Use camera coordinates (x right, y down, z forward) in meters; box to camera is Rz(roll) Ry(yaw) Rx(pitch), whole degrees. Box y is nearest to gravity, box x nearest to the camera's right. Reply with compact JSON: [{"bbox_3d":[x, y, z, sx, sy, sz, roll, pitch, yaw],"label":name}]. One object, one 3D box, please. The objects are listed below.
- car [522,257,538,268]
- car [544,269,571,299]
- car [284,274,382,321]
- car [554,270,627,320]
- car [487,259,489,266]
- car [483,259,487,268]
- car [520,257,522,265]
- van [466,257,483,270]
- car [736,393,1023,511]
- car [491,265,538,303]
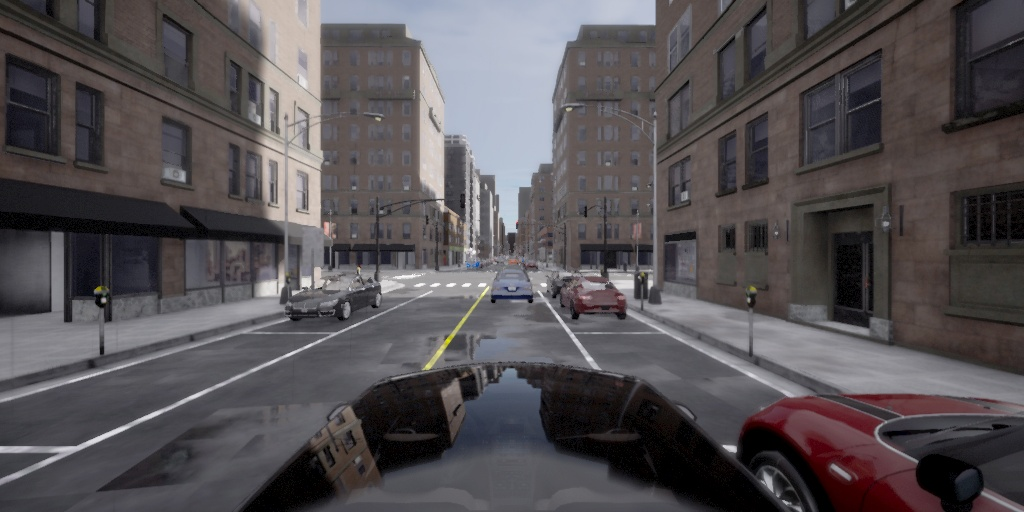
[{"bbox_3d":[2.811,1.197,52.541,1.967,1.591,4.097,0,0,0],"label":"car"},{"bbox_3d":[2.668,1.300,17.892,2.007,1.370,4.403,0,0,0],"label":"car"},{"bbox_3d":[-5.857,1.299,12.292,2.007,1.370,4.403,0,0,0],"label":"car"},{"bbox_3d":[2.668,1.330,12.298,1.802,1.307,4.207,0,0,0],"label":"car"},{"bbox_3d":[-5.664,1.326,63.914,1.948,1.339,4.313,0,0,0],"label":"car"},{"bbox_3d":[-5.689,1.199,58.245,1.967,1.591,4.097,0,0,0],"label":"car"},{"bbox_3d":[2.861,1.200,63.880,1.967,1.591,4.097,0,0,0],"label":"car"},{"bbox_3d":[-5.714,1.098,52.577,1.690,1.789,3.998,0,0,0],"label":"van"},{"bbox_3d":[2.668,1.187,1.109,1.967,1.591,4.097,0,0,0],"label":"car"},{"bbox_3d":[0.000,1.313,16.501,2.033,1.411,5.357,0,0,0],"label":"car"}]
